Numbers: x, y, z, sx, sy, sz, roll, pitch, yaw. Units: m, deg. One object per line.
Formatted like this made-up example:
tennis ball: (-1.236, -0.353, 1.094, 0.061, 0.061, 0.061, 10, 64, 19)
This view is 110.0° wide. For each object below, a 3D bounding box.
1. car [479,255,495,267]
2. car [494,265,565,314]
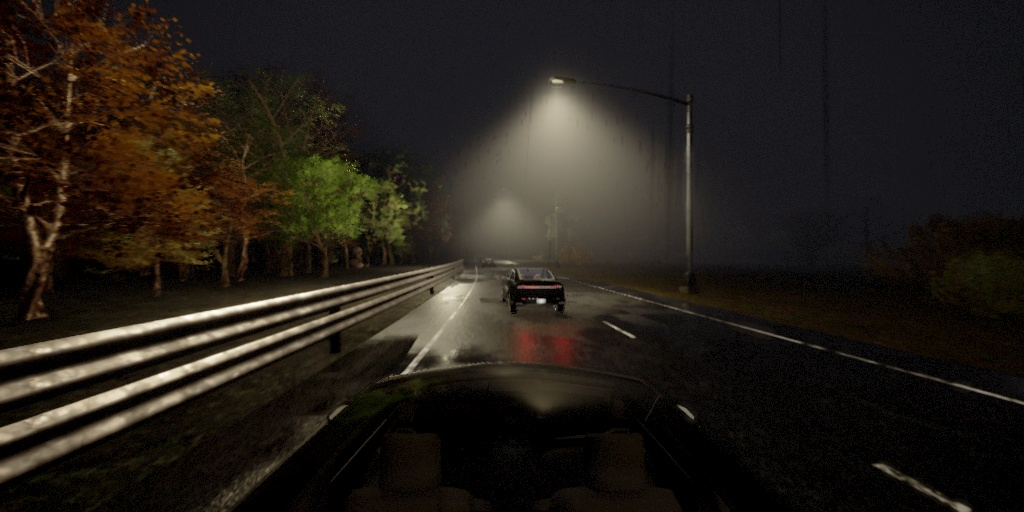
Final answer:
car: (-3.552, 0.966, 53.553, 1.994, 1.385, 4.181, 0, 0, -6)
car: (0.653, 1.168, 13.490, 2.128, 1.511, 4.902, 0, 0, -6)
